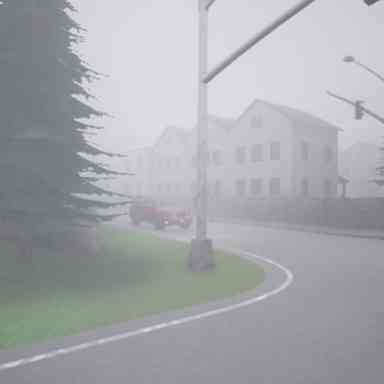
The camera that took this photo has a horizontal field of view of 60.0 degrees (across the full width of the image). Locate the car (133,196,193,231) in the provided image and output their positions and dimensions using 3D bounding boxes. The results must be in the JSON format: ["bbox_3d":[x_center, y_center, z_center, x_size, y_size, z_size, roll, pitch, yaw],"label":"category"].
[{"bbox_3d":[-2.172,1.314,21.961,2.150,2.045,5.566,1,0,-35],"label":"car"}]
